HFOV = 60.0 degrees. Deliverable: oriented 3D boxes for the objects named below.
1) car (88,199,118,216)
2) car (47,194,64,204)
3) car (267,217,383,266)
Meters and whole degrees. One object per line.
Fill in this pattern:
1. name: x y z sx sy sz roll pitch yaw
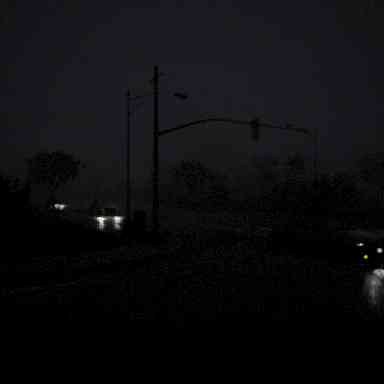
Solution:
1. car: -9.015 1.523 33.649 1.882 1.535 5.008 0 0 -32
2. car: -22.822 1.142 55.418 2.128 1.511 4.902 1 1 -36
3. car: 4.712 1.608 11.911 1.994 1.385 4.181 0 0 -32
